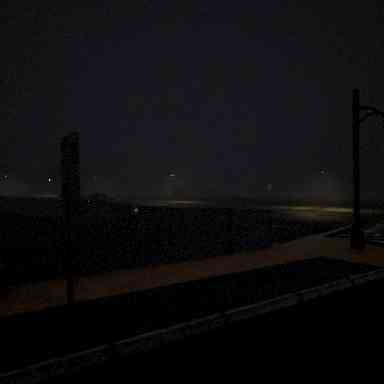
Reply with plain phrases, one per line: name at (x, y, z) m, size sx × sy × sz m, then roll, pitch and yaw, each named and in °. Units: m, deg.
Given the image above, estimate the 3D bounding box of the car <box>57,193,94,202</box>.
car at (-13.305, 0.887, 37.121) m, size 4.553 × 1.767 × 2.097 m, roll 1°, pitch 2°, yaw 43°

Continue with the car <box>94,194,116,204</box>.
car at (-10.842, 0.964, 39.268) m, size 4.902 × 1.511 × 2.128 m, roll 1°, pitch 2°, yaw 43°
